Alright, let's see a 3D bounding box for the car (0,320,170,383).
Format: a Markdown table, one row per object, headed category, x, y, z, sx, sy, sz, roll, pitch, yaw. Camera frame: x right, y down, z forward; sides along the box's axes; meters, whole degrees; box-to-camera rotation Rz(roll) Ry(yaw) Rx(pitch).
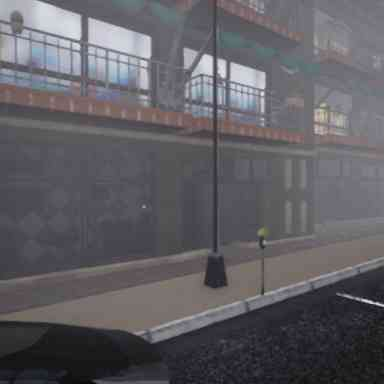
| category | x | y | z | sx | sy | sz | roll | pitch | yaw |
| --- | --- | --- | --- | --- | --- | --- | --- | --- | --- |
| car | -2.028 | 1.574 | 1.440 | 4.313 | 1.339 | 1.947 | -2 | 2 | -37 |
